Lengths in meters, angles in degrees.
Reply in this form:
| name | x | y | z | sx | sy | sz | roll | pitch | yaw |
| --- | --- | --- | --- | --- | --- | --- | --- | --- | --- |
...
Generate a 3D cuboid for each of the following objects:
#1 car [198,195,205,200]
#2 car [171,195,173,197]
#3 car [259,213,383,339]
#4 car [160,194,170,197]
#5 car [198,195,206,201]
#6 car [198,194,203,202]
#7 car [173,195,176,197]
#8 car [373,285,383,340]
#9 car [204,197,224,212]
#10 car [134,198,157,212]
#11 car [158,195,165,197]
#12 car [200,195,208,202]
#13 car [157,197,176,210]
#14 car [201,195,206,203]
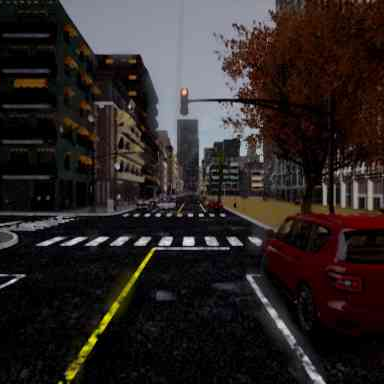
| name | x | y | z | sx | sy | sz | roll | pitch | yaw |
| --- | --- | --- | --- | --- | --- | --- | --- | --- | --- |
| car | 2.685 | 1.540 | 94.200 | 2.008 | 1.369 | 4.403 | 0 | 0 | 0 |
| car | -5.693 | 1.557 | 72.068 | 1.802 | 1.307 | 4.206 | 0 | 0 | 0 |
| car | 2.692 | 1.308 | 6.484 | 2.192 | 1.841 | 5.009 | 0 | 0 | 0 |
| car | -5.693 | 1.413 | 61.003 | 1.967 | 1.590 | 4.097 | 0 | 0 | 0 |
| car | 2.686 | 1.529 | 88.667 | 1.887 | 1.381 | 4.507 | 0 | 0 | 0 |
| car | 2.687 | 1.556 | 66.535 | 1.802 | 1.307 | 4.206 | 0 | 0 | 0 |
| car | -5.694 | 1.421 | 83.134 | 1.967 | 1.590 | 4.097 | 0 | 0 | 0 |
| car | 2.692 | 1.565 | 0.961 | 1.947 | 1.339 | 4.313 | 0 | 0 | 0 |
| car | 2.689 | 1.516 | 38.873 | 1.887 | 1.381 | 4.507 | 0 | 0 | 0 |
| car | -5.691 | 1.522 | 38.872 | 2.008 | 1.369 | 4.403 | 0 | 0 | 0 |
| car | -5.692 | 1.521 | 49.938 | 2.008 | 1.369 | 4.403 | 0 | 0 | 0 |
| car | 2.686 | 1.503 | 77.771 | 1.752 | 1.417 | 4.829 | 0 | 0 | 0 |
| car | -3.002 | 1.573 | 41.149 | 1.895 | 1.301 | 4.718 | 0 | 0 | 0 |
| car | 2.688 | 1.496 | 50.108 | 1.752 | 1.417 | 4.829 | 0 | 0 | 0 |
